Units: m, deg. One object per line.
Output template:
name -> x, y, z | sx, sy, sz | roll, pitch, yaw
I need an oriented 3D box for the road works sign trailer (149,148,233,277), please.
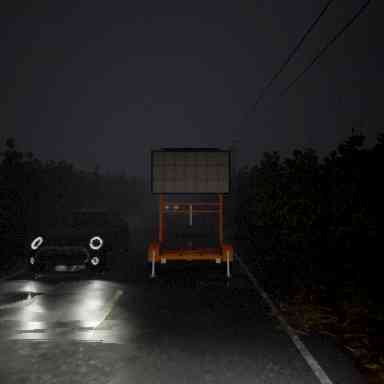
road works sign trailer -> -0.035, 0.464, 10.220 | 2.380, 3.560, 2.880 | 0, 0, 0

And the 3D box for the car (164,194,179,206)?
car -> -3.395, 1.221, 55.727 | 2.150, 2.045, 5.566 | 0, 0, 0

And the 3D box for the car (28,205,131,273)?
car -> -3.337, 1.352, 10.707 | 2.097, 1.767, 4.553 | 0, 0, 0
